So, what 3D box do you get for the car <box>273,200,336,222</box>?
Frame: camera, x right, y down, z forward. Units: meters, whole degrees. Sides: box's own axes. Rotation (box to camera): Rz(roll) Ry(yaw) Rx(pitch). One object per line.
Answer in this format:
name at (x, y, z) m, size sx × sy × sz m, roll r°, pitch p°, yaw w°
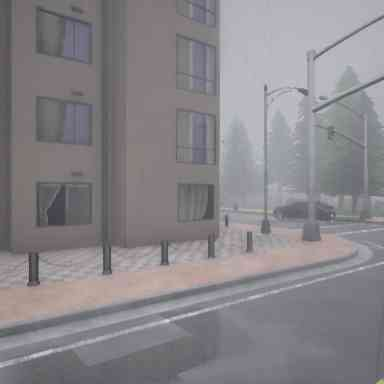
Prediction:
car at (8.376, 1.404, 25.189) m, size 1.837 × 1.490 × 4.892 m, roll 0°, pitch 0°, yaw -35°
